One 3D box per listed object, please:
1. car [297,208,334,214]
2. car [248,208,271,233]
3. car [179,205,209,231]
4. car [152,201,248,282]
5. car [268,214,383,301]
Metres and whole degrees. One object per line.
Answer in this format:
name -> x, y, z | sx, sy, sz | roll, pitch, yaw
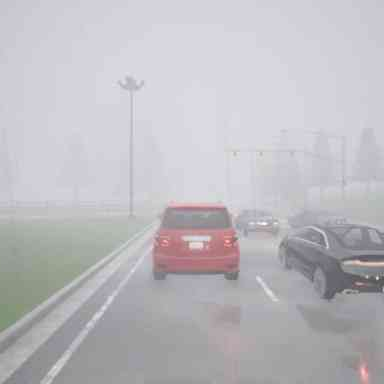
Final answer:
car -> 7.135, 1.662, 19.387 | 2.033, 1.411, 5.357 | 0, 0, 0
car -> 3.637, 1.661, 19.291 | 2.033, 1.411, 5.357 | 0, 0, 0
car -> 0.135, 1.659, 22.788 | 1.812, 1.442, 4.674 | 0, 0, 0
car -> 0.114, 1.284, 10.122 | 2.150, 2.045, 5.566 | 0, 0, 0
car -> 3.614, 1.542, 8.439 | 2.128, 1.511, 4.902 | 0, 0, 0
